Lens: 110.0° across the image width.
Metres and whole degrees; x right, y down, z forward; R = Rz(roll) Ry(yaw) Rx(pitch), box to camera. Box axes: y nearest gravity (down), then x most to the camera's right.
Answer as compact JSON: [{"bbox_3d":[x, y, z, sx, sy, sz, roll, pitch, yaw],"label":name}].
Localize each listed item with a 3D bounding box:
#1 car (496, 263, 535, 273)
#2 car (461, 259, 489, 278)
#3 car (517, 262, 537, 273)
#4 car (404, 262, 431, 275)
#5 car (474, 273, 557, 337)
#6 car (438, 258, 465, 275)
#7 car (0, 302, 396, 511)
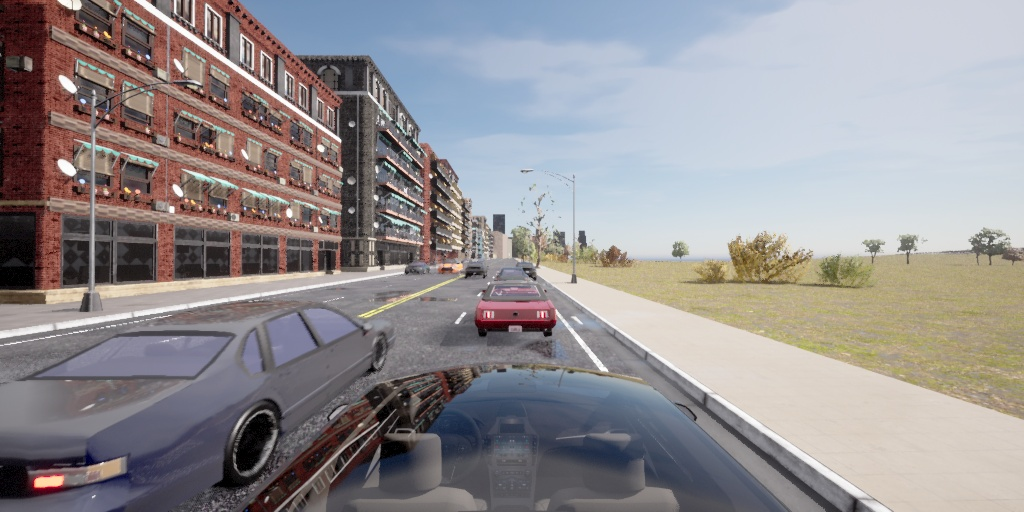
[{"bbox_3d":[0.037,1.317,20.312,1.994,1.385,4.181,0,0,0],"label":"car"},{"bbox_3d":[-3.243,1.260,33.477,1.837,1.490,4.892,0,0,0],"label":"car"},{"bbox_3d":[1.053,1.259,30.306,1.837,1.490,4.892,0,0,0],"label":"car"},{"bbox_3d":[-9.958,1.318,37.999,1.994,1.385,4.181,0,0,0],"label":"car"},{"bbox_3d":[0.076,1.352,10.282,1.895,1.301,4.718,0,0,0],"label":"car"},{"bbox_3d":[-6.711,1.106,39.280,2.097,1.767,4.553,0,0,0],"label":"car"},{"bbox_3d":[-3.161,1.297,4.512,2.033,1.411,5.357,0,0,0],"label":"car"}]
